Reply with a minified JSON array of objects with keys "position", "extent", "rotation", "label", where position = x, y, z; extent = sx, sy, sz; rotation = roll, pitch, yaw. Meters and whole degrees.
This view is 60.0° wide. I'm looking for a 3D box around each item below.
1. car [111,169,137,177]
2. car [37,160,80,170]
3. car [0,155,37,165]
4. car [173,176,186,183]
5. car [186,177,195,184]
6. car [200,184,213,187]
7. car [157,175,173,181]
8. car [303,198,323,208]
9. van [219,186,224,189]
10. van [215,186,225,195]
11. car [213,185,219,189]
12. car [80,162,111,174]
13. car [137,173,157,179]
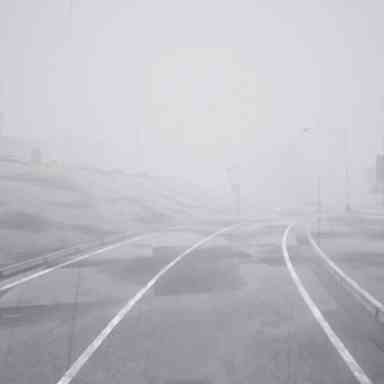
[{"position":[-10.817,-2.563,49.140],"extent":[2.163,1.488,4.792],"rotation":[-3,-3,28],"label":"car"},{"position":[-16.253,-2.948,39.295],"extent":[2.097,1.535,5.008],"rotation":[-3,-3,31],"label":"car"},{"position":[-19.092,-3.075,34.530],"extent":[2.002,1.452,4.674],"rotation":[-3,-3,32],"label":"car"},{"position":[-3.589,-2.138,64.050],"extent":[2.185,1.767,4.553],"rotation":[-2,-3,24],"label":"car"},{"position":[-1.348,-2.023,69.193],"extent":[2.435,2.045,5.566],"rotation":[-2,-3,23],"label":"car"},{"position":[2.722,-1.176,79.432],"extent":[2.002,1.452,4.674],"rotation":[-2,-4,21],"label":"car"},{"position":[-5.934,-2.227,58.924],"extent":[2.231,1.521,4.892],"rotation":[-2,-3,26],"label":"car"},{"position":[17.847,1.630,48.993],"extent":[1.994,1.385,4.181],"rotation":[-3,-2,34],"label":"car"},{"position":[6.467,-0.773,89.998],"extent":[1.878,1.987,4.442],"rotation":[-2,-4,19],"label":"van"},{"position":[8.148,-0.403,95.262],"extent":[1.878,1.987,4.442],"rotation":[-2,-4,18],"label":"van"},{"position":[4.614,-0.859,84.632],"extent":[2.002,1.452,4.674],"rotation":[-2,-4,20],"label":"car"},{"position":[-13.529,-2.902,44.103],"extent":[2.185,1.767,4.553],"rotation":[-3,-3,30],"label":"car"},{"position":[-8.301,-2.372,54.048],"extent":[2.002,1.452,4.674],"rotation":[-3,-3,27],"label":"car"}]
